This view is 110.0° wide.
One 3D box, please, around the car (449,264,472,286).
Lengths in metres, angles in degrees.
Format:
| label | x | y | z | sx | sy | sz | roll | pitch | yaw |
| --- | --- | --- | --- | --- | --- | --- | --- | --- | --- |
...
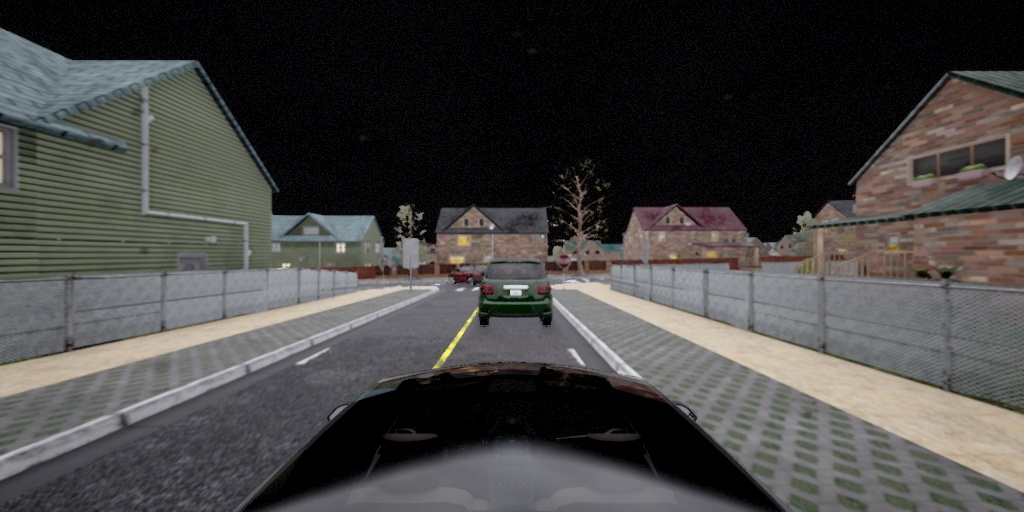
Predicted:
| label | x | y | z | sx | sy | sz | roll | pitch | yaw |
| --- | --- | --- | --- | --- | --- | --- | --- | --- | --- |
| car | -3.298 | 1.428 | 28.871 | 2.097 | 1.767 | 4.553 | -2 | -1 | -38 |

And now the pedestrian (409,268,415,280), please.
| label | x | y | z | sx | sy | sz | roll | pitch | yaw |
| --- | --- | --- | --- | --- | --- | --- | --- | --- | --- |
| pedestrian | -9.641 | 1.371 | 34.394 | 0.375 | 1.860 | 0.375 | 0 | 2 | 0 |

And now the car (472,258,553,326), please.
| label | x | y | z | sx | sy | sz | roll | pitch | yaw |
| --- | --- | --- | --- | --- | --- | --- | --- | --- | --- |
| car | 0.097 | 1.087 | 12.224 | 2.150 | 2.045 | 5.566 | 0 | 0 | 0 |

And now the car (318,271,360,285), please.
| label | x | y | z | sx | sy | sz | roll | pitch | yaw |
| --- | --- | --- | --- | --- | --- | --- | --- | --- | --- |
| car | -14.616 | 1.894 | 28.528 | 4.674 | 1.442 | 1.812 | -1 | 0 | 0 |
